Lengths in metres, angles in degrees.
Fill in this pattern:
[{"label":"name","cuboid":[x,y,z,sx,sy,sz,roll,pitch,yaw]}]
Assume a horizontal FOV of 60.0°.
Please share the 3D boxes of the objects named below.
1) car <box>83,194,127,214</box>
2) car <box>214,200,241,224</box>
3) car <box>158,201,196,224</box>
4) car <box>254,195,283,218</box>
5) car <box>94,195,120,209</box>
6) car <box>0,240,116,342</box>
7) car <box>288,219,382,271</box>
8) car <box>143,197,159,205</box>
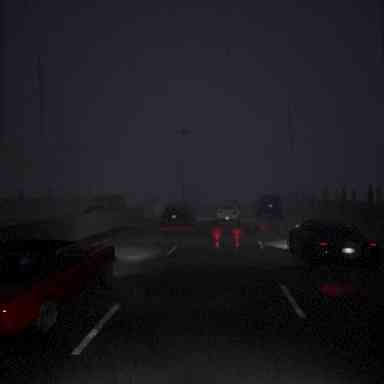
[{"label":"car","cuboid":[-7.527,1.229,29.367,2.150,2.045,5.566,0,0,8]},{"label":"car","cuboid":[2.665,1.543,24.769,1.812,1.442,4.674,0,0,7]},{"label":"car","cuboid":[-0.882,1.488,24.637,1.882,1.535,5.008,0,0,7]},{"label":"car","cuboid":[6.931,1.258,30.462,2.150,2.045,5.566,0,0,7]},{"label":"car","cuboid":[-12.150,1.395,47.757,2.097,1.767,4.553,0,0,8]},{"label":"car","cuboid":[-3.025,1.591,6.543,1.895,1.301,4.718,0,0,4]},{"label":"car","cuboid":[4.487,1.569,11.039,1.994,1.385,4.181,0,0,6]},{"label":"car","cuboid":[-7.152,1.643,58.612,2.033,1.411,5.357,0,0,8]}]
